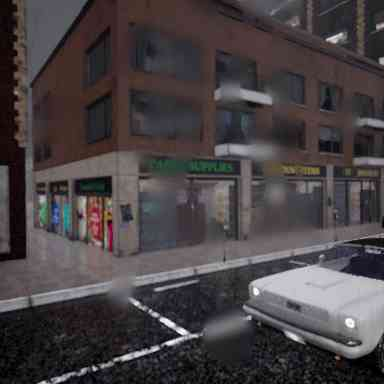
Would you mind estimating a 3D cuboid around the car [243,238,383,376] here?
[{"bbox_3d":[3.109,1.530,5.576,4.718,1.301,1.895,-1,1,-35],"label":"car"}]
